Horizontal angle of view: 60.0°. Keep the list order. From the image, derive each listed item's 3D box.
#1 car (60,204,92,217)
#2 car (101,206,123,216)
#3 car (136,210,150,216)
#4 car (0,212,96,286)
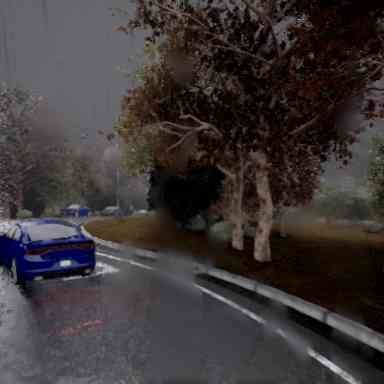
[{"bbox_3d":[-13.497,2.182,38.794,1.882,1.535,5.008,-1,-3,9],"label":"car"},{"bbox_3d":[-11.847,2.908,49.615,1.837,1.490,4.892,-1,-5,9],"label":"car"},{"bbox_3d":[-9.477,4.242,64.819,1.812,1.442,4.674,-1,-5,9],"label":"car"},{"bbox_3d":[-4.534,1.573,9.978,1.882,1.535,5.008,0,0,-37],"label":"car"}]
